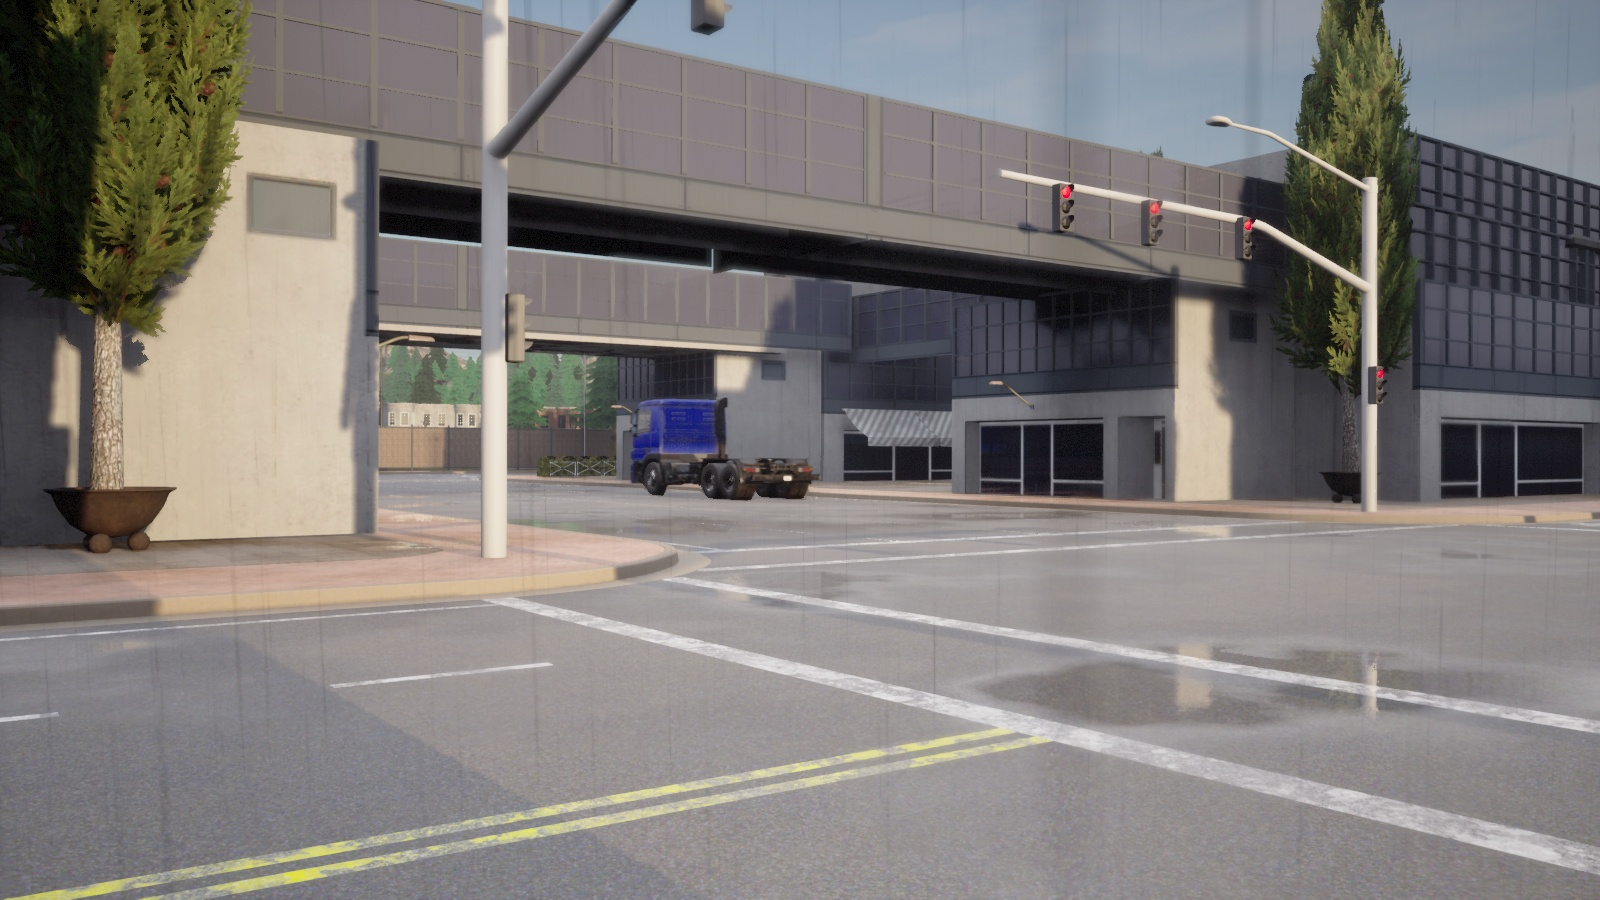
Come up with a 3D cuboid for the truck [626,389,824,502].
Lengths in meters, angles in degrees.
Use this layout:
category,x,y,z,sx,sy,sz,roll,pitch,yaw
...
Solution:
category,x,y,z,sx,sy,sz,roll,pitch,yaw
truck,-2.730,-0.127,42.517,2.891,3.462,7.936,0,0,-36
